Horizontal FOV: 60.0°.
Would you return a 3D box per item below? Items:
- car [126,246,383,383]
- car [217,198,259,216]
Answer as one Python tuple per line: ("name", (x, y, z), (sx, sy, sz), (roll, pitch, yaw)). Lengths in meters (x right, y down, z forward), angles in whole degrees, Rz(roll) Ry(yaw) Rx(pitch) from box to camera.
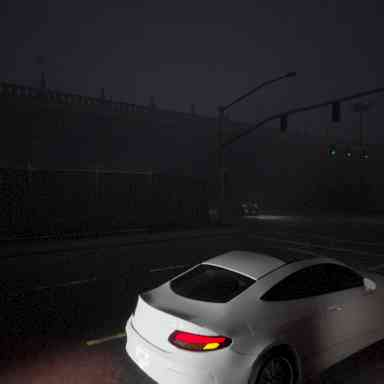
("car", (1.378, 1.526, 4.766), (4.674, 1.442, 1.812), (0, 0, -35))
("car", (4.633, 1.407, 33.976), (2.097, 1.767, 4.553), (0, 0, -36))
